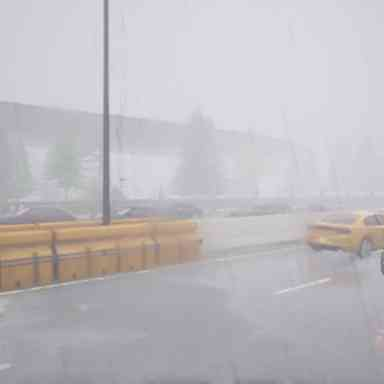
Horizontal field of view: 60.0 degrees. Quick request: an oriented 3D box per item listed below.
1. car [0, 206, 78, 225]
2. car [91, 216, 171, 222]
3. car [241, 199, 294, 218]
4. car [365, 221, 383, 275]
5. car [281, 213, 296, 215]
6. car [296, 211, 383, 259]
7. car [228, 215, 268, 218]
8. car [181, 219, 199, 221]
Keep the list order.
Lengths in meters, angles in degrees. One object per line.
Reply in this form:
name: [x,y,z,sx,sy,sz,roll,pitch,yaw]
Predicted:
car: [-8.998,1.521,19.048,4.674,1.442,1.812,0,0,-35]
car: [-3.343,1.514,18.754,4.674,1.442,1.812,0,0,-36]
car: [6.974,1.442,30.333,5.008,1.535,1.882,0,0,-35]
car: [6.532,1.510,8.402,4.674,1.442,1.812,0,0,-36]
car: [8.136,1.556,22.565,4.181,1.385,1.994,0,0,-35]
car: [6.399,1.458,12.606,5.008,1.535,1.882,0,0,-35]
car: [4.662,1.537,24.387,4.181,1.385,1.994,0,0,-35]
car: [-1.410,1.486,24.398,4.892,1.490,1.837,0,0,-35]
